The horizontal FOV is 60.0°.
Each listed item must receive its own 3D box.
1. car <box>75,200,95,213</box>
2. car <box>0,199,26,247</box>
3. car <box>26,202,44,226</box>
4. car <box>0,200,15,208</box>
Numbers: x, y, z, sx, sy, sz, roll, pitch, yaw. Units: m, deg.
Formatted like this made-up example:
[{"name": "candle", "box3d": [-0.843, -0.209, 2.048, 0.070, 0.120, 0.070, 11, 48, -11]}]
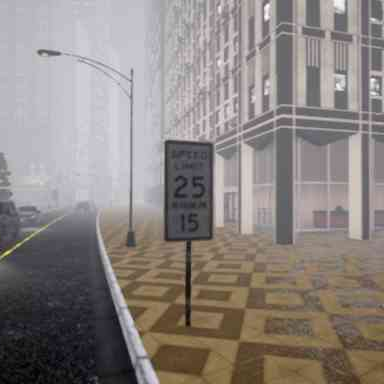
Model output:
[{"name": "car", "box3d": [-13.880, 1.930, 42.764, 1.837, 1.490, 4.892, 0, -1, -14]}, {"name": "car", "box3d": [-9.682, 1.371, 15.707, 2.150, 2.045, 5.566, 0, -1, -17]}, {"name": "car", "box3d": [-12.554, 1.770, 25.458, 1.812, 1.442, 4.674, 0, -1, -16]}, {"name": "car", "box3d": [-37.837, 2.360, 65.784, 4.403, 1.369, 2.008, -1, 0, -3]}]
